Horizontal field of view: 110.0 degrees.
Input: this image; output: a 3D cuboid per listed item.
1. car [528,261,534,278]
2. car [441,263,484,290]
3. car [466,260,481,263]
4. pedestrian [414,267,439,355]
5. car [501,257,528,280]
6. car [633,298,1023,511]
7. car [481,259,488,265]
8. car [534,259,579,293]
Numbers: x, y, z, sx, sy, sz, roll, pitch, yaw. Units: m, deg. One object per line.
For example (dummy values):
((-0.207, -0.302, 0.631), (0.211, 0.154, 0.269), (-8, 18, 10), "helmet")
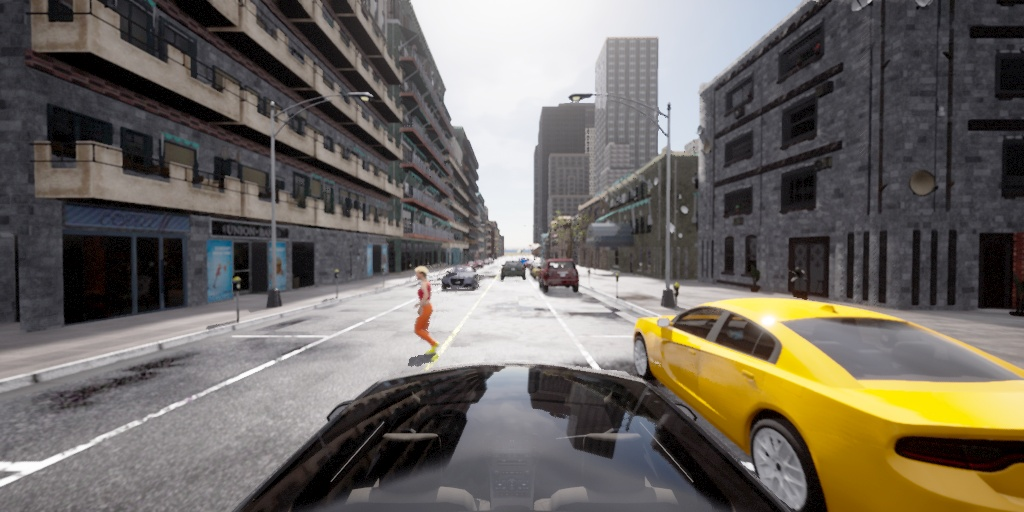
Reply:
((2.707, 1.303, 32.394), (1.751, 1.417, 4.829), (0, 0, 0), "car")
((-3.082, 1.333, 22.326), (1.994, 1.385, 4.181), (0, 0, 0), "car")
((-5.650, 1.370, 48.925), (1.802, 1.307, 4.207), (0, 0, 0), "car")
((-1.767, 1.050, 7.220), (0.375, 1.860, 0.375), (-1, 1, 0), "pedestrian")
((0.117, 1.129, 32.035), (2.097, 1.767, 4.553), (0, 0, 0), "car")
((3.002, 1.230, 4.230), (1.882, 1.535, 5.008), (0, 0, 0), "car")
((-5.640, 1.337, 60.085), (1.888, 1.381, 4.507), (0, 0, 0), "car")
((2.673, 1.083, 21.064), (2.192, 1.841, 5.009), (0, 0, 0), "car")
